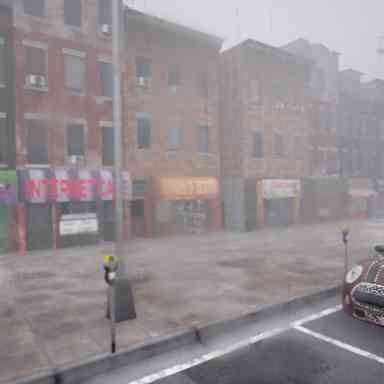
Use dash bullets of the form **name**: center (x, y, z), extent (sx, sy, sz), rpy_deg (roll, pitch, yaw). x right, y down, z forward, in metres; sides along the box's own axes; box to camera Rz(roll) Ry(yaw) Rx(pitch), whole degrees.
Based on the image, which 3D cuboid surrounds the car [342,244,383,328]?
- **car**: center (4.533, 1.381, 6.057), extent (4.097, 1.590, 1.967), rpy_deg (-1, 0, -35)
